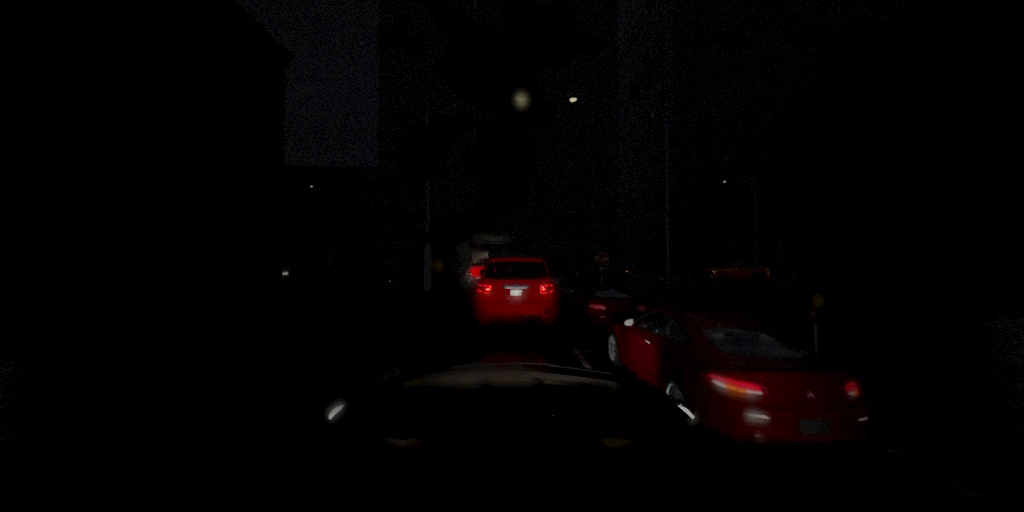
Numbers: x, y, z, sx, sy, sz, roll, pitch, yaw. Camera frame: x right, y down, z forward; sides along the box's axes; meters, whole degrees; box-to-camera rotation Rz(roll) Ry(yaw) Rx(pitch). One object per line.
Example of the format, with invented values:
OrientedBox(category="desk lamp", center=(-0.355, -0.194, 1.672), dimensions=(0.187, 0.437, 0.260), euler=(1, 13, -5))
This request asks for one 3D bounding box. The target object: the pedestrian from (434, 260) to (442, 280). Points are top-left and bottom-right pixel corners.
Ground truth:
OrientedBox(category="pedestrian", center=(-6.778, 1.244, 32.742), dimensions=(0.375, 1.860, 0.375), euler=(0, -1, 0))

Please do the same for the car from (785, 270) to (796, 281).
OrientedBox(category="car", center=(23.306, 1.280, 26.709), dimensions=(4.718, 1.301, 1.895), euler=(0, -1, 0))

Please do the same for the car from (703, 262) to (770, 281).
OrientedBox(category="car", center=(18.513, 1.271, 29.682), dimensions=(5.008, 1.535, 1.882), euler=(0, -1, 0))

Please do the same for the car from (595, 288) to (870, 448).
OrientedBox(category="car", center=(2.642, 1.355, 5.201), dimensions=(1.802, 1.307, 4.207), euler=(0, 0, 0))

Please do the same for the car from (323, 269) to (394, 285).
OrientedBox(category="car", center=(-11.383, 1.605, 26.896), dimensions=(4.718, 1.301, 1.895), euler=(-1, -1, 0))

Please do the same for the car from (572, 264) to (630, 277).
OrientedBox(category="car", center=(7.314, 1.417, 29.747), dimensions=(4.674, 1.442, 1.812), euler=(-1, -1, 0))

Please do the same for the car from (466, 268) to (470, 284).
OrientedBox(category="car", center=(-1.644, 1.136, 26.960), dimensions=(2.150, 2.045, 5.566), euler=(1, -1, -24))

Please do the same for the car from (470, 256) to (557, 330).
OrientedBox(category="car", center=(0.117, 1.034, 11.508), dimensions=(2.150, 2.045, 5.566), euler=(0, -1, 0))

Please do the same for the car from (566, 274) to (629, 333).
OrientedBox(category="car", center=(2.651, 1.392, 10.640), dimensions=(1.802, 1.307, 4.207), euler=(0, 0, 0))
